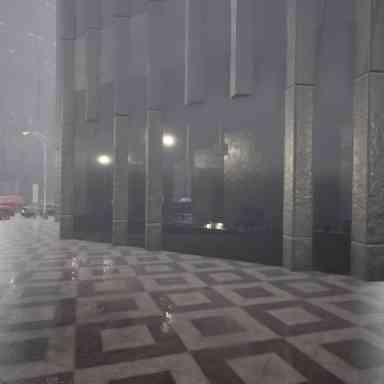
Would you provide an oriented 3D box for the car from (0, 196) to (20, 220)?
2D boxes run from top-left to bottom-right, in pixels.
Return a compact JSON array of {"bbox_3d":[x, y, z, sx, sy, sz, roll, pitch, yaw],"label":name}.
[{"bbox_3d":[-17.090,1.463,26.719,2.192,1.841,5.009,1,0,35],"label":"car"}]

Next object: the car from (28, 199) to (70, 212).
[{"bbox_3d":[-17.488,1.634,40.865,1.947,1.339,4.313,1,0,35],"label":"car"}]

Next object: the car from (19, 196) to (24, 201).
[{"bbox_3d":[-20.757,1.353,36.267,2.192,1.841,5.009,1,0,35],"label":"car"}]

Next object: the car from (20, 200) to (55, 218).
[{"bbox_3d":[-13.821,1.742,31.318,1.947,1.339,4.313,1,0,35],"label":"car"}]
